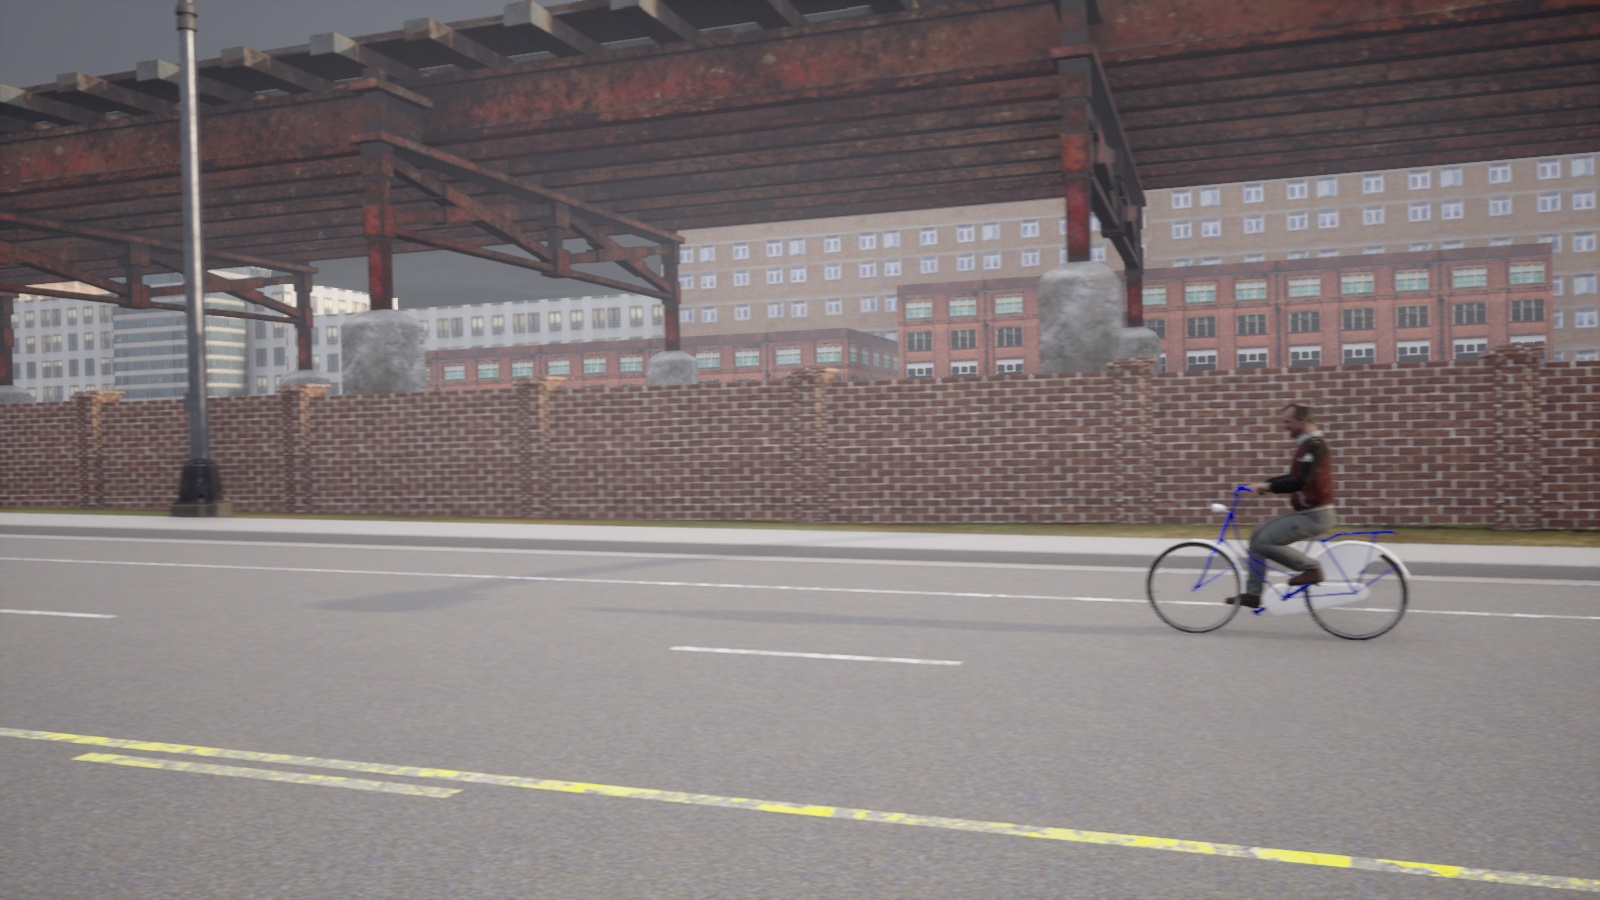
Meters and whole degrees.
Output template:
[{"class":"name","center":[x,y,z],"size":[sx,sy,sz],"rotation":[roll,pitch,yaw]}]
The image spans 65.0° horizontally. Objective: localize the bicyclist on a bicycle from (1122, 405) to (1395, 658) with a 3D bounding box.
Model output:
[{"class":"bicyclist on a bicycle","center":[3.403,0.560,9.432],"size":[1.843,1.776,0.659],"rotation":[1,1,19]}]
